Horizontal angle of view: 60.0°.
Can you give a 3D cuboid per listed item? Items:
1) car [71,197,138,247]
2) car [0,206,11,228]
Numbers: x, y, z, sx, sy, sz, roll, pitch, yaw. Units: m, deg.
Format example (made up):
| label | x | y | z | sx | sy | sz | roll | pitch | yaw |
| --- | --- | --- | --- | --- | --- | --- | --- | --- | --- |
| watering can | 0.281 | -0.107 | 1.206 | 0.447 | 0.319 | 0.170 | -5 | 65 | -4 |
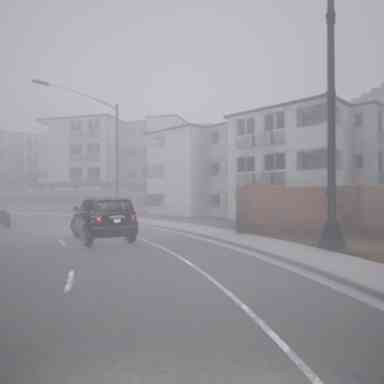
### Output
| label | x | y | z | sx | sy | sz | roll | pitch | yaw |
| --- | --- | --- | --- | --- | --- | --- | --- | --- | --- |
| car | -4.266 | 1.274 | 15.809 | 2.150 | 2.045 | 5.566 | 0 | 0 | -27 |
| car | -13.843 | 1.620 | 22.467 | 4.892 | 1.490 | 1.837 | 0 | -1 | 44 |
